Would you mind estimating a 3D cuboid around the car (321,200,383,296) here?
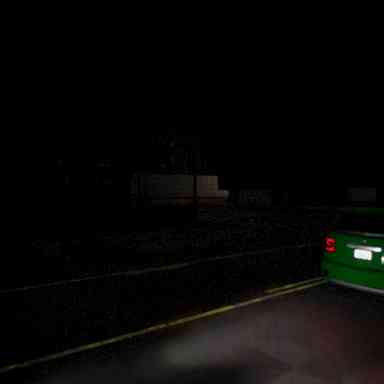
[{"bbox_3d":[5.258,1.208,7.610,5.566,2.045,2.150,0,0,-36],"label":"car"}]
